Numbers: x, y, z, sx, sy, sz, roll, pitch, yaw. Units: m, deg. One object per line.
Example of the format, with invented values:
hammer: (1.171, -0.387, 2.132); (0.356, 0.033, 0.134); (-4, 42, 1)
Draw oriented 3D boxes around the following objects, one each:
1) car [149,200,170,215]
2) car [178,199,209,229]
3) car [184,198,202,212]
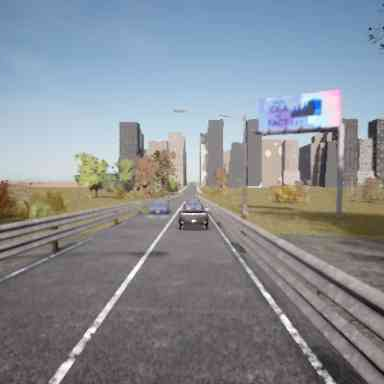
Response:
car: (-3.264, 1.526, 34.485); (2.033, 1.411, 5.357); (0, 0, 0)
car: (0.098, 1.477, 21.643); (2.128, 1.511, 4.902); (0, 0, 0)
car: (0.096, 1.522, 39.817); (2.033, 1.411, 5.357); (0, 0, 0)
